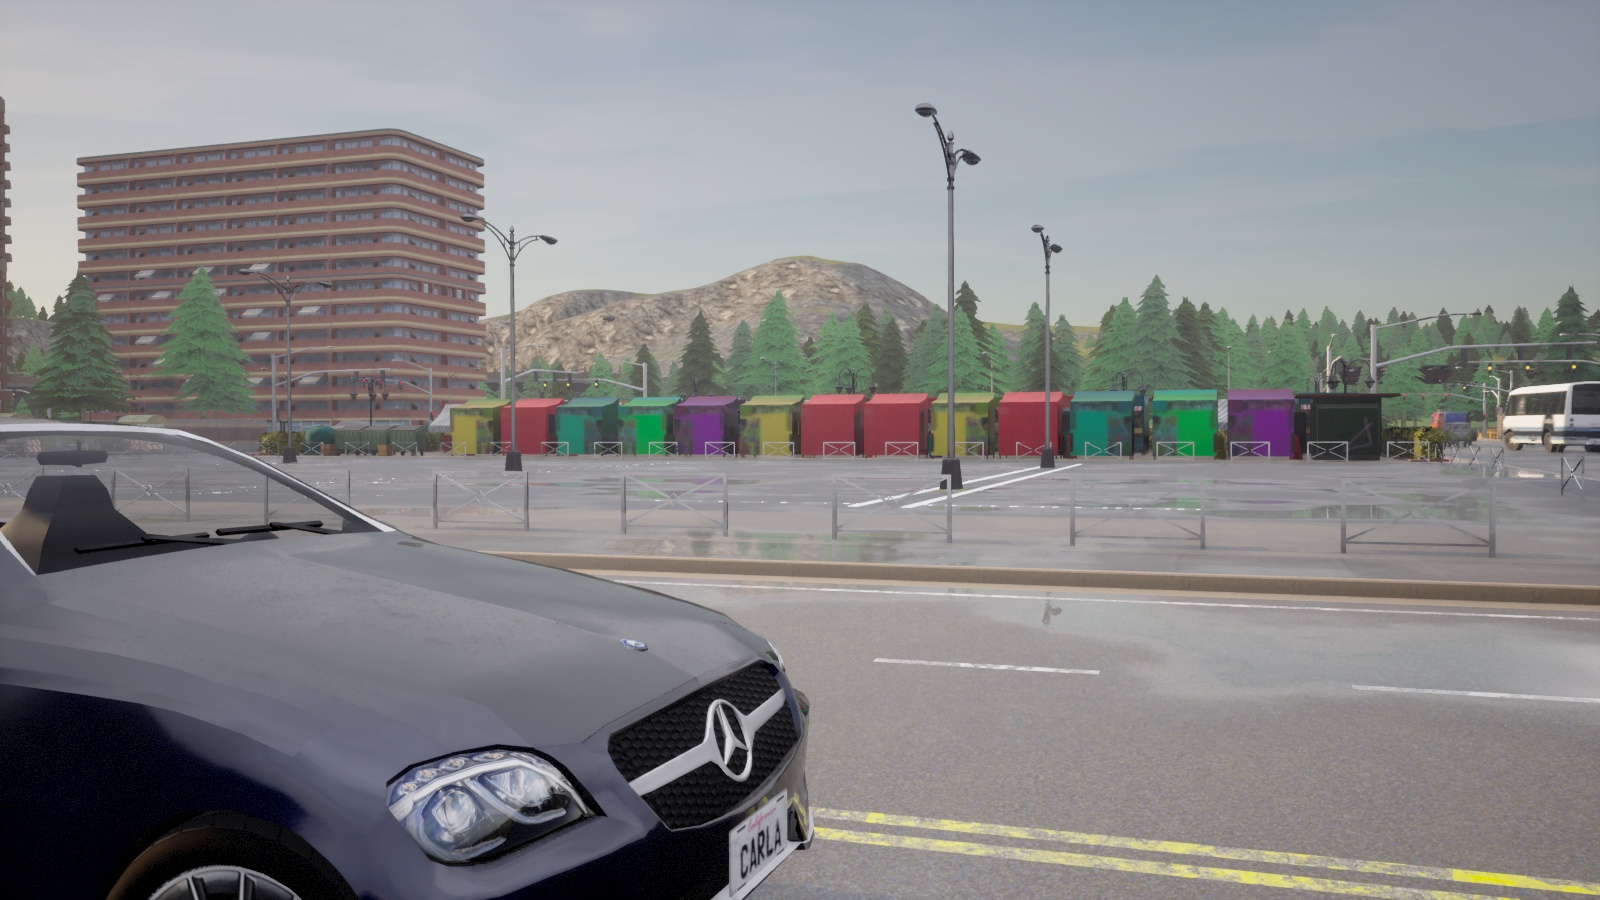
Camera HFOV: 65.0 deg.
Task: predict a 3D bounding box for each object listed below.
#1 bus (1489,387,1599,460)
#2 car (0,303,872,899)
[{"bbox_3d":[47.587,-1.639,79.149,3.944,4.253,10.273,2,1,9],"label":"bus"},{"bbox_3d":[-2.485,0.531,4.025,5.027,1.651,2.152,1,1,19],"label":"car"}]
